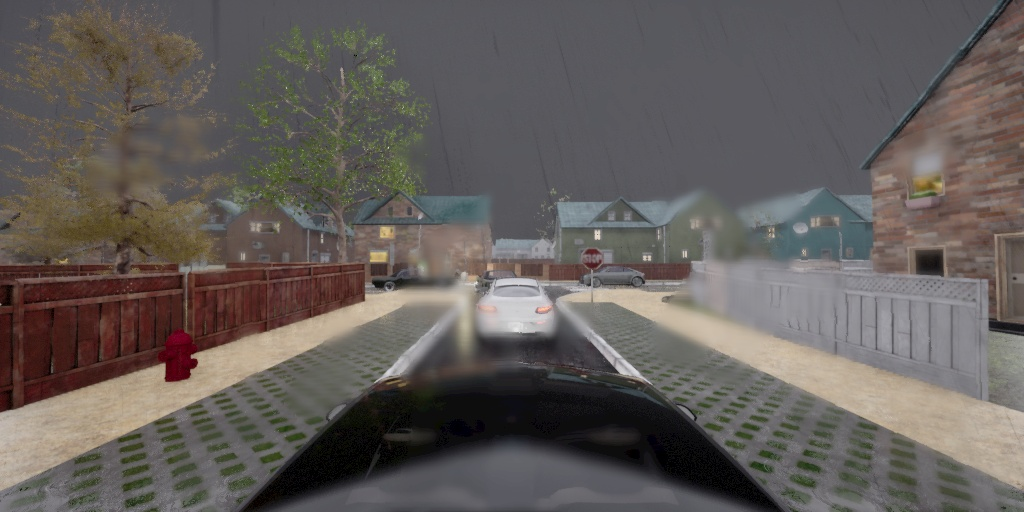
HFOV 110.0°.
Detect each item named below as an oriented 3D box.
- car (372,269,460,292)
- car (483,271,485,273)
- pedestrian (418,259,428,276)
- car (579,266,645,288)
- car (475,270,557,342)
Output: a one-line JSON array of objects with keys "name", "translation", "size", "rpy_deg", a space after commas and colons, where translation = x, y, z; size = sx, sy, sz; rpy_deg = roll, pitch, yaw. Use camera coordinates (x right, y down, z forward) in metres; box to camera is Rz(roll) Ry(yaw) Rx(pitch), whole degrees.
[{"name": "car", "translation": [-5.470, 1.416, 20.872], "size": [4.718, 1.301, 1.895], "rpy_deg": [-1, -1, 1]}, {"name": "car", "translation": [-0.746, 1.366, 18.485], "size": [1.895, 1.301, 4.718], "rpy_deg": [0, -1, -12]}, {"name": "pedestrian", "translation": [-6.685, 1.118, 26.758], "size": [0.375, 1.860, 0.375], "rpy_deg": [0, -1, 1]}, {"name": "car", "translation": [6.552, 1.344, 23.655], "size": [4.181, 1.385, 1.994], "rpy_deg": [0, -1, 1]}, {"name": "car", "translation": [0.108, 1.279, 9.665], "size": [1.812, 1.442, 4.674], "rpy_deg": [0, 0, 0]}]
